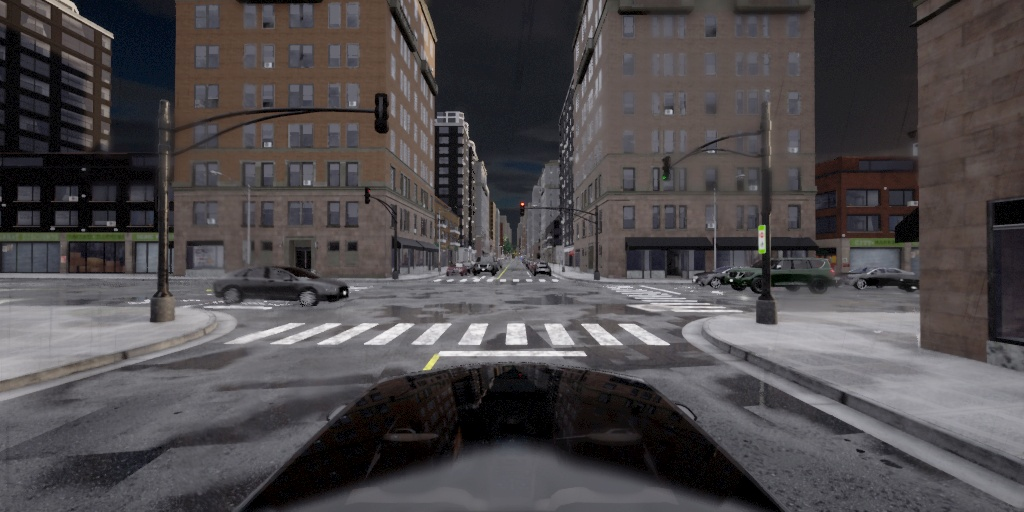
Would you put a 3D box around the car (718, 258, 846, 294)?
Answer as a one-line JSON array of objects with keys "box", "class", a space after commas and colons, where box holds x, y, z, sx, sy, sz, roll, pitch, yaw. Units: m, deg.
[{"box": [15.622, 1.105, 21.013, 5.566, 2.045, 2.150, 0, -1, 0], "class": "car"}]

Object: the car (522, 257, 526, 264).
[{"box": [3.328, 1.315, 63.890, 1.948, 1.339, 4.313, 0, 0, 1], "class": "car"}]

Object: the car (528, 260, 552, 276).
[{"box": [2.979, 1.318, 36.238, 1.948, 1.339, 4.313, 0, 0, 1], "class": "car"}]

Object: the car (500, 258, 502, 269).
[{"box": [-2.643, 1.258, 47.936, 1.837, 1.490, 4.892, 0, 0, 1], "class": "car"}]

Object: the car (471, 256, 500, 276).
[{"box": [-2.769, 0.976, 37.848, 2.150, 2.045, 5.566, 0, 0, 1], "class": "car"}]

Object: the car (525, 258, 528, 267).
[{"box": [3.118, 1.302, 47.299, 2.007, 1.370, 4.403, 0, 0, 1], "class": "car"}]

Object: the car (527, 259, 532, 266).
[{"box": [3.049, 1.297, 41.769, 1.888, 1.381, 4.507, 0, 0, 1], "class": "car"}]

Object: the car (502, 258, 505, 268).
[{"box": [-2.502, 1.353, 58.192, 1.895, 1.301, 4.718, 0, 0, 1], "class": "car"}]

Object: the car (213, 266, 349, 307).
[{"box": [-9.175, 1.184, 14.477, 4.892, 1.490, 1.837, 1, -1, 0], "class": "car"}]

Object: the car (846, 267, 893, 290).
[{"box": [24.238, 1.463, 24.200, 4.902, 1.511, 2.128, 0, -1, 0], "class": "car"}]

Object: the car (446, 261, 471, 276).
[{"box": [-5.547, 1.336, 36.342, 1.802, 1.307, 4.207, 0, 0, 1], "class": "car"}]

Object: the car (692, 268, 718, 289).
[{"box": [14.833, 1.401, 24.260, 4.902, 1.511, 2.128, 0, -1, 2], "class": "car"}]

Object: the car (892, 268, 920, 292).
[{"box": [25.724, 1.550, 20.943, 4.718, 1.301, 1.895, 0, -1, 0], "class": "car"}]

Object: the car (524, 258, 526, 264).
[{"box": [3.188, 1.296, 52.829, 1.888, 1.381, 4.507, 0, 0, 1], "class": "car"}]
